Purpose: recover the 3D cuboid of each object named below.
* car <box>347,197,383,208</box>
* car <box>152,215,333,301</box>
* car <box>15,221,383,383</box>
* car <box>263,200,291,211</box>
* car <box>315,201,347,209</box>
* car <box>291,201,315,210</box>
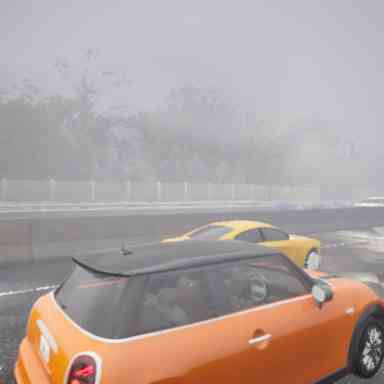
[{"bbox_3d":[19.007,1.572,34.735,5.566,2.045,2.150,1,0,-35],"label":"car"},{"bbox_3d":[1.576,1.541,9.167,5.008,1.535,1.882,1,0,-36],"label":"car"},{"bbox_3d":[0.471,1.377,4.084,4.553,1.767,2.097,1,0,-35],"label":"car"},{"bbox_3d":[11.063,1.807,41.962,5.008,1.535,1.882,1,0,-35],"label":"car"},{"bbox_3d":[16.016,1.904,36.899,4.181,1.385,1.994,1,0,-35],"label":"car"},{"bbox_3d":[14.707,1.840,40.260,4.902,1.511,2.128,1,0,-35],"label":"car"}]
